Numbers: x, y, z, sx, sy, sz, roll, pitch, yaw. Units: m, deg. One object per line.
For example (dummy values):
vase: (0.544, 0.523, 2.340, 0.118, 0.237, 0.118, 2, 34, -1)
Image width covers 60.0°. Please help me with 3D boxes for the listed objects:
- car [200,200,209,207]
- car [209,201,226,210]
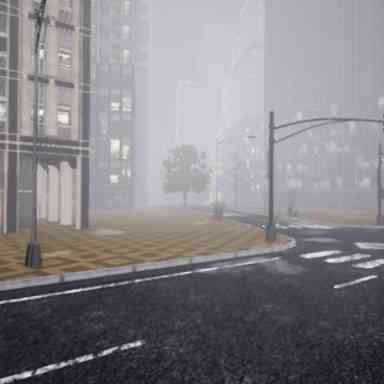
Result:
car: (2.867, 2.525, 73.121, 1.812, 1.442, 4.674, 1, -1, -7)
car: (4.776, 2.311, 59.055, 1.837, 1.490, 4.892, 1, -1, -7)
